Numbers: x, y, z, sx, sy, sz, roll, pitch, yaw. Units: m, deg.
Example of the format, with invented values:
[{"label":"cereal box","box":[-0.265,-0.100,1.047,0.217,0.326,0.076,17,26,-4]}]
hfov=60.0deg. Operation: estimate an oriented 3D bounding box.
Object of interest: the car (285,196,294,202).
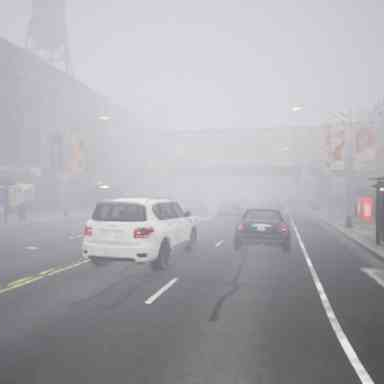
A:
[{"label":"car","box":[25.080,1.782,85.989,2.097,1.535,5.008,1,0,15]}]

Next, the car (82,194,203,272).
[{"label":"car","box":[-1.404,1.205,11.100,2.150,2.045,5.566,1,0,14]}]

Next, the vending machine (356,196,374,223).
[{"label":"vending machine","box":[13.815,1.361,26.561,1.100,2.100,0.880,1,0,15]}]

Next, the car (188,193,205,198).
[{"label":"car","box":[-0.138,1.229,55.622,2.435,2.045,5.566,1,0,15]}]

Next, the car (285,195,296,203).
[{"label":"car","box":[23.567,1.638,79.744,2.185,1.767,4.553,1,0,15]}]

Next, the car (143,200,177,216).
[{"label":"car","box":[-3.117,1.528,32.867,1.994,1.385,4.181,1,0,15]}]

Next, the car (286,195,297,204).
[{"label":"car","box":[20.765,1.731,69.339,2.231,1.521,4.892,1,0,25]}]

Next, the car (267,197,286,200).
[{"label":"car","box":[9.173,1.463,37.484,2.097,1.767,4.553,1,0,15]}]

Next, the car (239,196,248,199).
[{"label":"car","box":[11.090,1.625,71.885,1.812,1.442,4.674,1,0,15]}]

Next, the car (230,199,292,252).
[{"label":"car","box":[3.111,1.390,14.446,2.097,1.767,4.553,1,0,14]}]

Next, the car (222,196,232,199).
[{"label":"car","box":[7.707,1.600,72.784,2.033,1.411,5.357,1,0,15]}]

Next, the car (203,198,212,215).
[{"label":"car","box":[0.265,1.568,31.974,1.994,1.385,4.181,1,0,15]}]

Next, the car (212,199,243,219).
[{"label":"car","box":[3.431,1.589,29.493,2.033,1.411,5.357,1,0,15]}]
